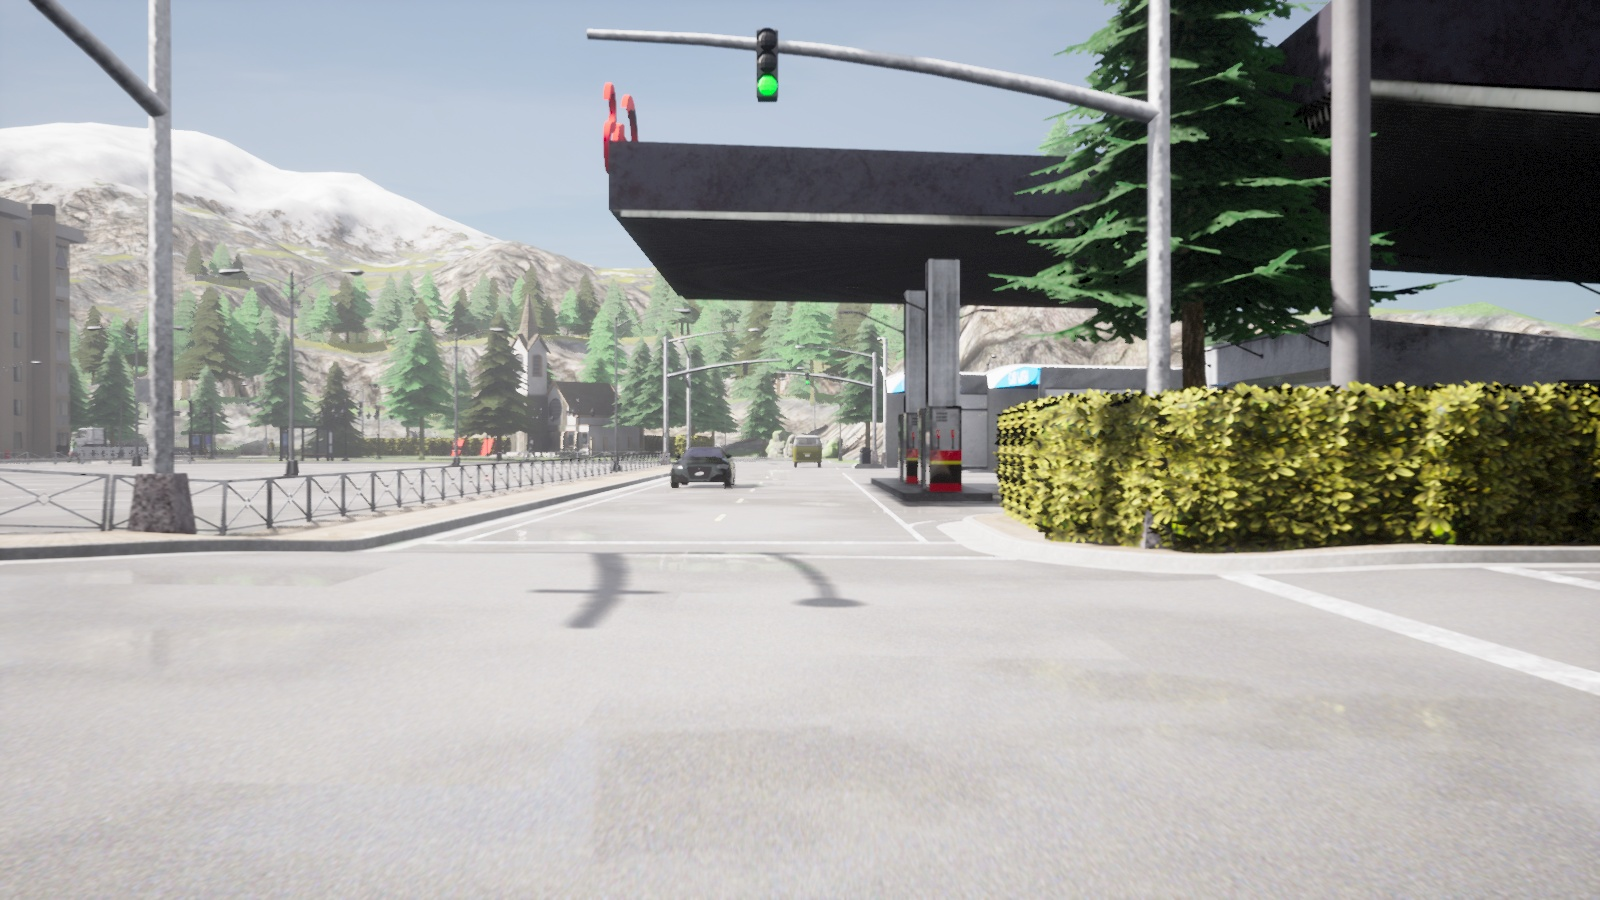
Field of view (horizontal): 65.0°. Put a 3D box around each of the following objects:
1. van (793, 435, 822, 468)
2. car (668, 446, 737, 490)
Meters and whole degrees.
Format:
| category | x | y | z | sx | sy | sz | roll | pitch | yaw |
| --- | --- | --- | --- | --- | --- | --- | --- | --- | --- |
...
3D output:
| category | x | y | z | sx | sy | sz | roll | pitch | yaw |
| --- | --- | --- | --- | --- | --- | --- | --- | --- | --- |
| van | 0.461 | 0.060 | 77.674 | 1.775 | 1.987 | 4.442 | 0 | 0 | 0 |
| car | -3.242 | 0.568 | 42.416 | 1.994 | 1.385 | 4.181 | 0 | 0 | 0 |
